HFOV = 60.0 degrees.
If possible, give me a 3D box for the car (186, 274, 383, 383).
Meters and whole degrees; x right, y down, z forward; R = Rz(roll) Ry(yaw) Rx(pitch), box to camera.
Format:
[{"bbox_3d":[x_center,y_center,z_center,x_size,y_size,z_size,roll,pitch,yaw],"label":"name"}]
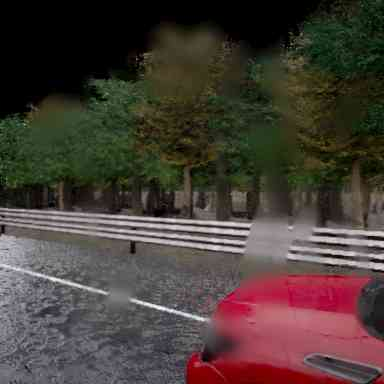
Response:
[{"bbox_3d":[2.606,1.231,2.006,5.566,2.045,2.150,0,0,35],"label":"car"}]
